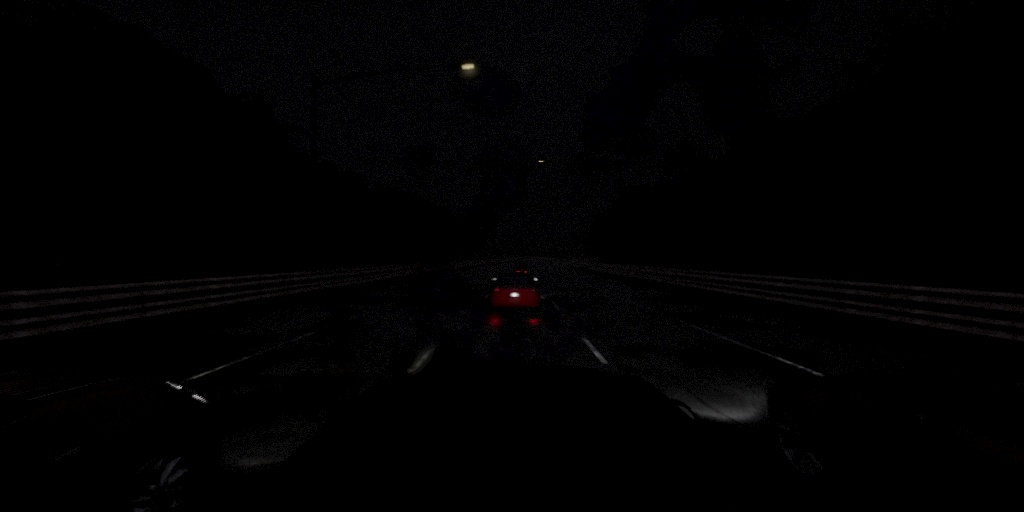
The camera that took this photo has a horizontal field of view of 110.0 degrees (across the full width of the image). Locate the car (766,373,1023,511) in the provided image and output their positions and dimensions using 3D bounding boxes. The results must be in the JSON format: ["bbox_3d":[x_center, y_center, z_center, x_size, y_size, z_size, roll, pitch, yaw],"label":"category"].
[{"bbox_3d":[3.493,1.260,1.588,2.163,1.488,4.792,0,0,0],"label":"car"}]

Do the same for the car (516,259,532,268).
[{"bbox_3d":[1.647,1.446,57.068,2.128,1.511,4.902,0,0,3],"label":"car"}]

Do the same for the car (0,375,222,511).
[{"bbox_3d":[-3.410,1.094,1.014,2.097,1.767,4.553,0,0,0],"label":"car"}]

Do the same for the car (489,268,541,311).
[{"bbox_3d":[0.126,1.369,14.849,1.994,1.385,4.181,0,0,1],"label":"car"}]
